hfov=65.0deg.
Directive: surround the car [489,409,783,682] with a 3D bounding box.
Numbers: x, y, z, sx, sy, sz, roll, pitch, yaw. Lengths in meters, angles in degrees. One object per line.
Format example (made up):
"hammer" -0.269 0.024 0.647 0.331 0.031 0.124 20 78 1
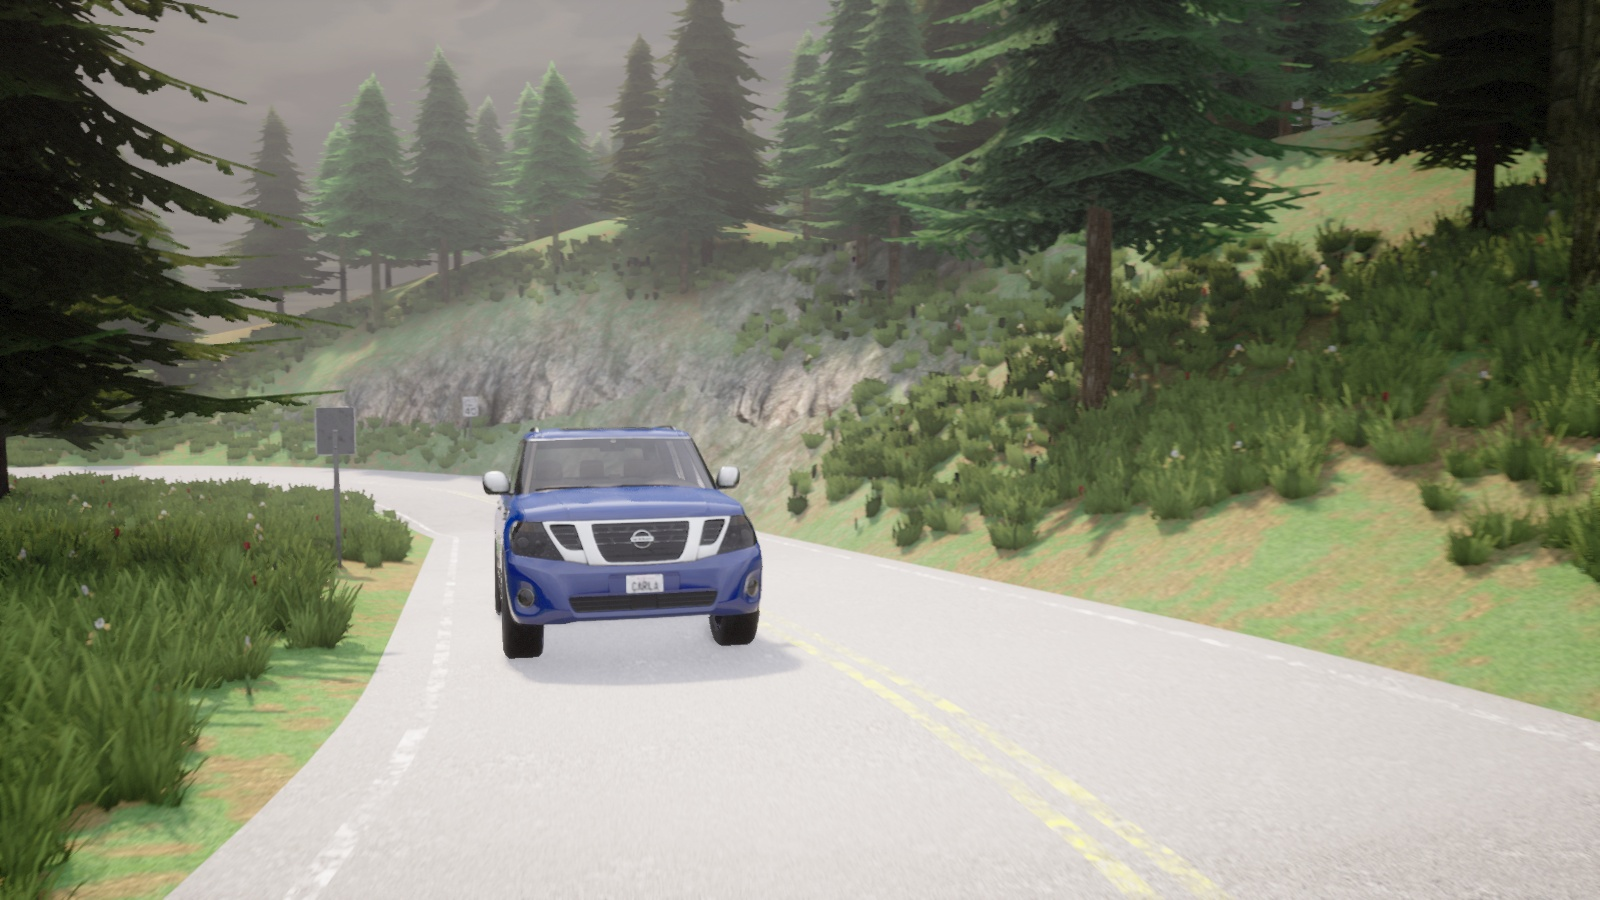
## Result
"car" -1.924 0.768 12.561 2.150 2.045 5.566 -2 -1 -15
